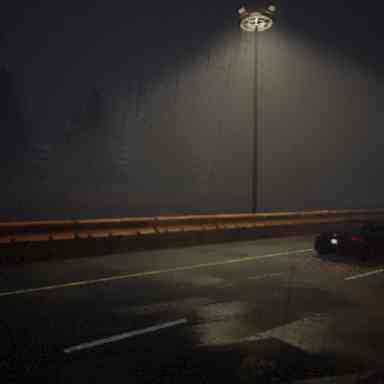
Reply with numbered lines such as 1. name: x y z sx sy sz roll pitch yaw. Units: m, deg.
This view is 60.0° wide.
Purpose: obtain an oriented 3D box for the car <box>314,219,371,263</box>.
1. car: 6.635 1.730 12.825 4.181 1.385 1.994 1 0 -35

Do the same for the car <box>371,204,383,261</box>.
1. car: 7.511 1.370 9.170 5.566 2.045 2.150 1 0 -35

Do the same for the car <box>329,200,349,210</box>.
1. car: 23.866 2.134 53.832 5.008 1.535 1.882 1 -1 -45

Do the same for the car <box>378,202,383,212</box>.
1. car: 29.570 2.249 49.681 1.994 1.385 4.181 0 0 45

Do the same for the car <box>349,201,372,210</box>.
1. car: 26.641 2.195 51.676 1.812 1.442 4.674 0 -1 45
